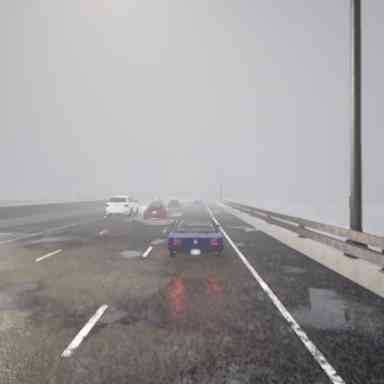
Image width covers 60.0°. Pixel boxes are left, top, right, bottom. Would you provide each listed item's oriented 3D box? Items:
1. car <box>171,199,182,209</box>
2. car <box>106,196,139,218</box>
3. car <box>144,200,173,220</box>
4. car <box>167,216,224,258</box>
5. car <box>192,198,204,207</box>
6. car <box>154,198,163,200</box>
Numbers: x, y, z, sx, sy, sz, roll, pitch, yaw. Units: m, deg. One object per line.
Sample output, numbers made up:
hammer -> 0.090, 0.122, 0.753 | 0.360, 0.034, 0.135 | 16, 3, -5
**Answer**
car -> -2.653, 1.824, 51.560 | 1.812, 1.442, 4.674 | 0, 0, 2
car -> -6.620, 1.388, 32.107 | 2.150, 2.045, 5.566 | 0, 0, 1
car -> -3.148, 1.720, 30.159 | 1.994, 1.385, 4.181 | 0, 0, 1
car -> 0.139, 1.665, 13.028 | 1.895, 1.301, 4.718 | 0, 0, 0
car -> 1.108, 1.851, 59.764 | 2.128, 1.511, 4.902 | 0, 0, 2
car -> -5.923, 1.842, 58.977 | 2.128, 1.511, 4.902 | 0, 0, 2
